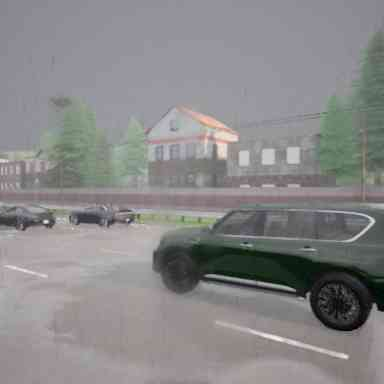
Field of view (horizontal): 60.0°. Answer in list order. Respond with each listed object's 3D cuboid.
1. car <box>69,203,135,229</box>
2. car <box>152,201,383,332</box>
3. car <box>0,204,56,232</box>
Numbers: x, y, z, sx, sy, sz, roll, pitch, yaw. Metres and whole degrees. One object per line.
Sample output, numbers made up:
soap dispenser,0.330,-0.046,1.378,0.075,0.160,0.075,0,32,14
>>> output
car,-5.754,1.437,20.994,4.902,1.511,2.128,0,0,35
car,1.710,1.213,7.071,5.566,2.045,2.150,0,0,35
car,-9.912,1.463,19.643,4.674,1.442,1.812,0,0,35
